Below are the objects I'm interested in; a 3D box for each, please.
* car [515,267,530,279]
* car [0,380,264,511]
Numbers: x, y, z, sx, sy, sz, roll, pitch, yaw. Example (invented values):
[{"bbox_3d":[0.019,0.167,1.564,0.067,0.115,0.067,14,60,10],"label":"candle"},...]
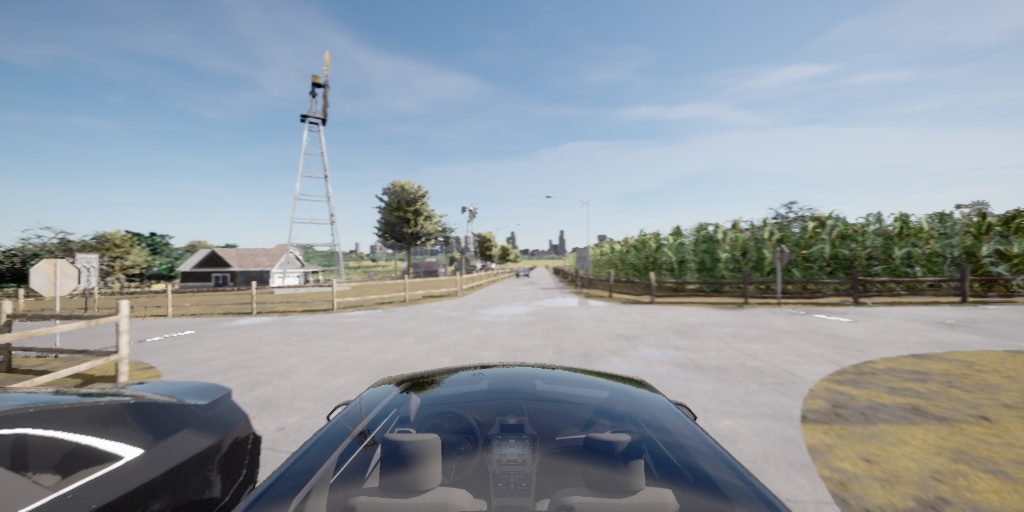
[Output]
[{"bbox_3d":[1.517,2.295,49.725,2.128,1.511,4.902,-1,-2,5],"label":"car"},{"bbox_3d":[-2.682,1.274,0.344,1.837,1.490,4.892,-1,-1,5],"label":"car"}]
